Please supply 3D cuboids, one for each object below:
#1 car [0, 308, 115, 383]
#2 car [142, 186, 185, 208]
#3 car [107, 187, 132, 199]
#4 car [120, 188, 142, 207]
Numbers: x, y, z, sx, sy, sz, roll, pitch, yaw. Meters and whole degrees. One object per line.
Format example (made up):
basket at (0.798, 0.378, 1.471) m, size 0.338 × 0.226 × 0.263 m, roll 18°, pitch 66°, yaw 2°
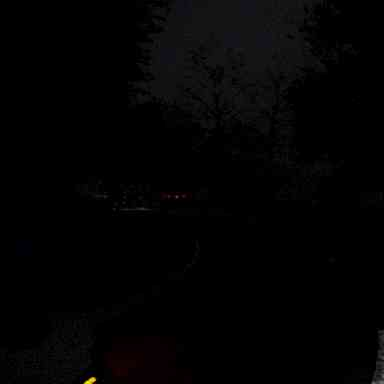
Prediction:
car at (-2.771, 1.570, 1.895) m, size 4.674 × 1.442 × 1.812 m, roll 0°, pitch -1°, yaw -38°
car at (-2.606, 0.424, 31.967) m, size 2.150 × 2.045 × 5.566 m, roll 1°, pitch 2°, yaw -28°
car at (-10.148, 0.118, 46.168) m, size 2.128 × 1.511 × 4.902 m, roll 1°, pitch 1°, yaw -28°
car at (-6.269, 0.432, 31.495) m, size 2.097 × 1.767 × 4.553 m, roll 1°, pitch 1°, yaw -28°
